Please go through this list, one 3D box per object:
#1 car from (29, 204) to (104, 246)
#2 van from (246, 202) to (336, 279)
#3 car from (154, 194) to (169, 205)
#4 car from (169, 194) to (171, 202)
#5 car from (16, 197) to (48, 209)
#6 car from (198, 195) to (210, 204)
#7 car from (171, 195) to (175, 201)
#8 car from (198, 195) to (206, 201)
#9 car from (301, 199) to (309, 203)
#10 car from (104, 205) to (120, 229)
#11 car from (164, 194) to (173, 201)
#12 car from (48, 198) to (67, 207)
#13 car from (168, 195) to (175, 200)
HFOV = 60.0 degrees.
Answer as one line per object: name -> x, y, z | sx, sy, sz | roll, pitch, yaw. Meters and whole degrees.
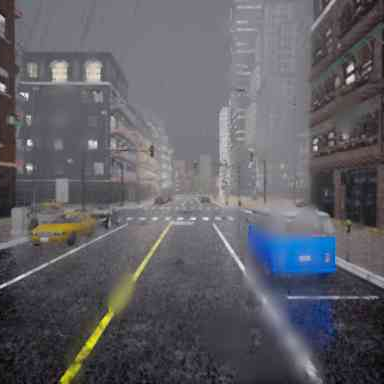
car -> -5.703, 1.513, 15.260 | 1.752, 1.417, 4.829 | -1, 0, 0
van -> 2.675, 1.333, 9.731 | 1.690, 1.788, 3.998 | -1, 0, 0
car -> -5.708, 1.508, 59.160 | 1.887, 1.381, 4.507 | -1, 0, 0
car -> -5.710, 1.401, 64.809 | 1.967, 1.590, 4.097 | -1, 0, 0
car -> -18.304, 1.350, 35.370 | 4.553, 1.767, 2.097 | -1, 1, 0
car -> 2.638, 1.506, 64.868 | 1.887, 1.381, 4.507 | -1, 0, 0
car -> -5.713, 1.273, 76.108 | 2.192, 1.841, 5.009 | -1, 0, 0
car -> 2.636, 1.507, 87.463 | 2.008, 1.369, 4.403 | -1, 0, 0
car -> 14.670, 1.442, 41.121 | 4.313, 1.339, 1.947 | 0, 1, 0
car -> -5.704, 1.534, 21.094 | 2.008, 1.369, 4.403 | -1, 0, 0
car -> -5.712, 1.397, 81.756 | 1.967, 1.590, 4.097 | -1, 0, 0
car -> -17.889, 1.473, 41.063 | 4.829, 1.417, 1.752 | 0, 1, 0
car -> -5.712, 1.538, 93.054 | 1.802, 1.307, 4.206 | -1, 0, 0
